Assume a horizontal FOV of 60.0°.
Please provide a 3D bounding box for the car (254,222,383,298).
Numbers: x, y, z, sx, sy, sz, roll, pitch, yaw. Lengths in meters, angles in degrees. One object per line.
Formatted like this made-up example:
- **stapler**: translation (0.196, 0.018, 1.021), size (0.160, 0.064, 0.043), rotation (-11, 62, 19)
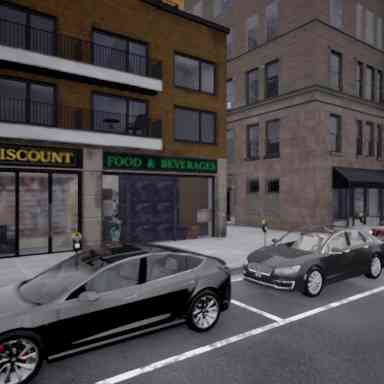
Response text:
- **car**: translation (3.213, 1.551, 8.441), size (4.403, 1.369, 2.008), rotation (0, 0, -35)

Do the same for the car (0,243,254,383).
- **car**: translation (-1.296, 1.566, 5.261), size (4.313, 1.339, 1.947), rotation (0, 0, -35)
